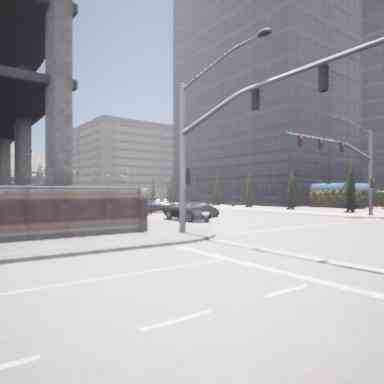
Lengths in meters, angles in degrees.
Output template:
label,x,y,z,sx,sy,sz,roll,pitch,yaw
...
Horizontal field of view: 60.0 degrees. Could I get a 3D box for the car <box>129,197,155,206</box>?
label,x,y,z,sx,sy,sz,roll,pitch,yaw
car,-8.415,1.541,55.577,2.128,1.511,4.902,0,0,-36

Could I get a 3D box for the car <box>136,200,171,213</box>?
label,x,y,z,sx,sy,sz,roll,pitch,yaw
car,-4.460,1.636,37.882,1.895,1.301,4.718,0,0,-36

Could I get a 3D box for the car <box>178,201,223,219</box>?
label,x,y,z,sx,sy,sz,roll,pitch,yaw
car,0.688,1.598,30.794,1.994,1.385,4.181,0,0,-36

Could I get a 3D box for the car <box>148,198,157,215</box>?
label,x,y,z,sx,sy,sz,roll,pitch,yaw
car,-5.743,1.555,33.693,1.812,1.442,4.674,0,0,-36

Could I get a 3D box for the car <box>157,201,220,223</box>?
label,x,y,z,sx,sy,sz,roll,pitch,yaw
car,-0.389,1.519,26.323,2.128,1.511,4.902,0,0,-36
